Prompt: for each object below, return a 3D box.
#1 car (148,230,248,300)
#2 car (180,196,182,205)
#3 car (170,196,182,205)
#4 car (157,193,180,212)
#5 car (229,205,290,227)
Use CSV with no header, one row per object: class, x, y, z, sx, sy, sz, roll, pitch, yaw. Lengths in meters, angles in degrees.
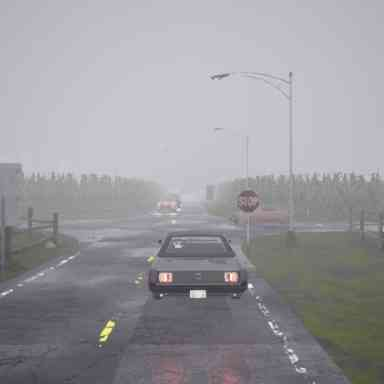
car,0.073,1.601,8.377,1.895,1.301,4.718,0,0,-1
car,-2.841,1.205,48.904,2.150,2.045,5.566,0,0,-1
car,-2.814,1.500,59.478,1.812,1.442,4.674,0,0,0
car,-2.840,1.342,38.265,2.097,1.767,4.553,0,0,0
car,4.670,1.604,22.905,4.181,1.385,1.994,0,-1,-18
